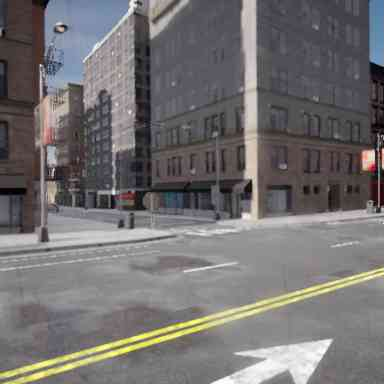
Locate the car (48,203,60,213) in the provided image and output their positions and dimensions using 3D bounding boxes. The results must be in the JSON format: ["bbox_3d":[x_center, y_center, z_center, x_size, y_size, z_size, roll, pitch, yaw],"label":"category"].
[{"bbox_3d":[-23.212,2.661,54.768,1.837,1.490,4.892,-1,-1,-35],"label":"car"}]
